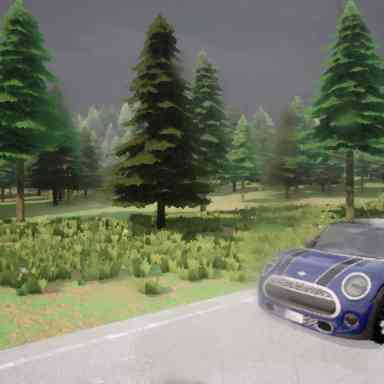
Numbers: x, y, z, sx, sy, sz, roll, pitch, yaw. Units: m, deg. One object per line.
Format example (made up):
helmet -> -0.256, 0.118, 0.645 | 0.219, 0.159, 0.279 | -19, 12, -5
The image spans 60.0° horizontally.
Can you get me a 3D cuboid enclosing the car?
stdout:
car -> 3.406, 1.352, 6.543 | 4.553, 1.767, 2.097 | 0, 0, -36
